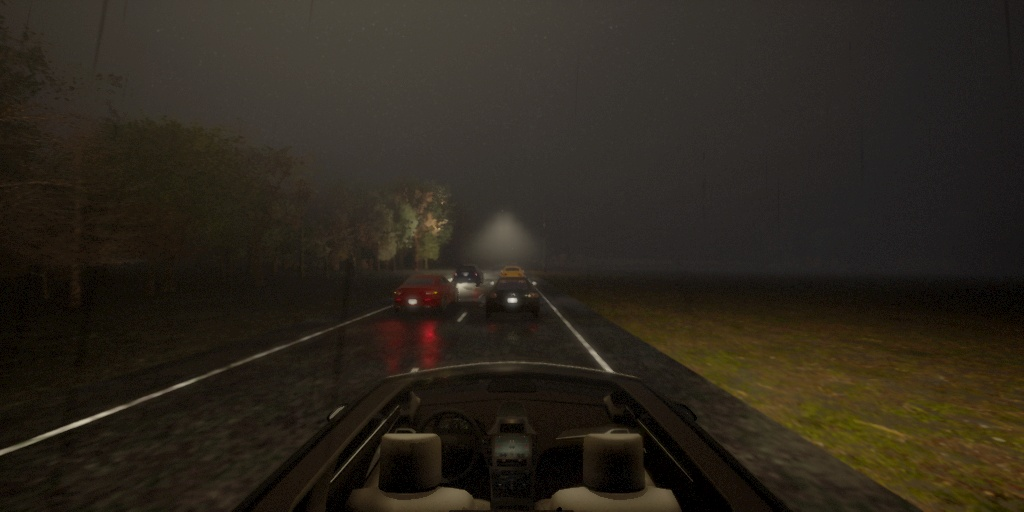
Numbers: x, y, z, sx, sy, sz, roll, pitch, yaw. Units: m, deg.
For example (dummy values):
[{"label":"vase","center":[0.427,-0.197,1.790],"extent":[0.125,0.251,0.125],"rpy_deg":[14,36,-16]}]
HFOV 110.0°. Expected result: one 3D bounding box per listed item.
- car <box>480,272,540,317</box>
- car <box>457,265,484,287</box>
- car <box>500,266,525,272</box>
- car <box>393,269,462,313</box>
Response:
[{"label":"car","center":[0.036,1.486,14.091],"extent":[1.994,1.385,4.181],"rpy_deg":[0,-1,1]},{"label":"car","center":[-3.470,1.479,29.095],"extent":[2.097,1.767,4.553],"rpy_deg":[0,-1,0]},{"label":"car","center":[0.039,1.622,30.361],"extent":[1.882,1.535,5.008],"rpy_deg":[0,0,0]},{"label":"car","center":[-3.457,1.457,14.864],"extent":[1.812,1.442,4.674],"rpy_deg":[0,-1,1]}]
